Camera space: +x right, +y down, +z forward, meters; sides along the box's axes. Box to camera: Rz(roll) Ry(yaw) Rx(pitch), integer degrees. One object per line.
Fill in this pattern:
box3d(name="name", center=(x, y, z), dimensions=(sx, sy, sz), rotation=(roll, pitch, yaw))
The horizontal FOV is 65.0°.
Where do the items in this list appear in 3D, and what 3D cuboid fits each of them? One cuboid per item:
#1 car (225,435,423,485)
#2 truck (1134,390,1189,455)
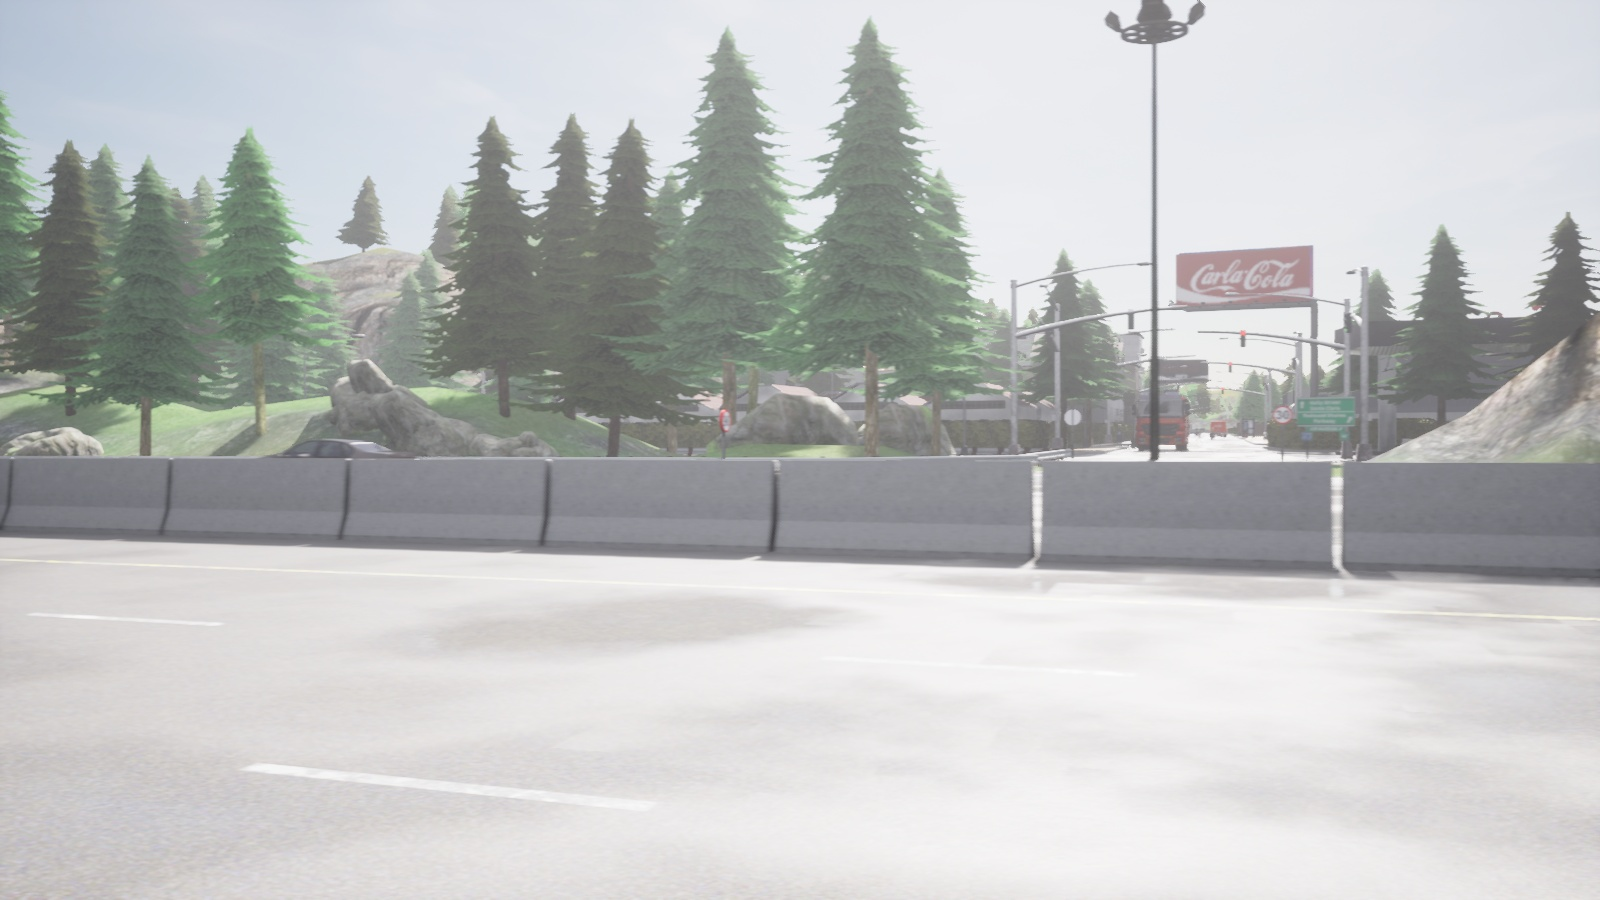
box3d(name="car", center=(-14.214, 0.264, 37.543), dimensions=(5.357, 1.411, 2.033), rotation=(0, 1, 16))
box3d(name="truck", center=(22.785, -1.698, 78.855), dimensions=(2.891, 3.827, 8.468), rotation=(0, 1, 19))
